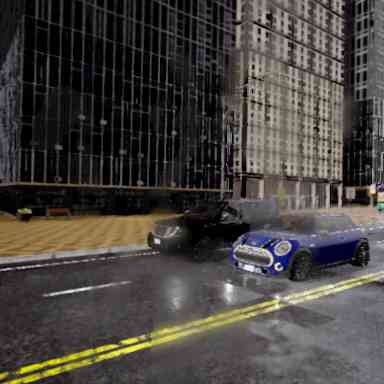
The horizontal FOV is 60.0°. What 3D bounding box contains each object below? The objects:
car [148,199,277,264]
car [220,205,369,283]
[{"bbox_3d":[1.127,1.292,12.478,5.566,2.045,2.150,1,-1,-35],"label":"car"},{"bbox_3d":[3.339,1.424,10.059,4.553,1.767,2.097,1,0,-35],"label":"car"}]
